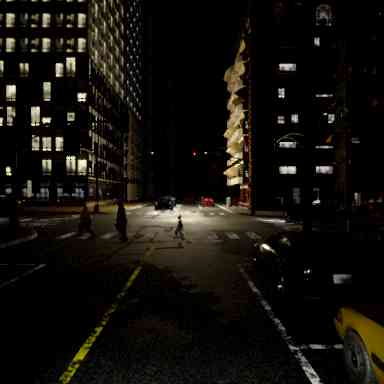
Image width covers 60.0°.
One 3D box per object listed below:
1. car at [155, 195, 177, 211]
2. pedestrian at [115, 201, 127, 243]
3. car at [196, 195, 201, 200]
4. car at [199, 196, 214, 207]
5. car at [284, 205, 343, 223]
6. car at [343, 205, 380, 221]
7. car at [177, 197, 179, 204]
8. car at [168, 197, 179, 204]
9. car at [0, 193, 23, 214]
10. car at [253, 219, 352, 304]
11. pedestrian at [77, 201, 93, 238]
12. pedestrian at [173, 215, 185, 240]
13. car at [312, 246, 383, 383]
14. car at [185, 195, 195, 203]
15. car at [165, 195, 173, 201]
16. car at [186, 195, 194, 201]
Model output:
[{"bbox_3d":[-3.350,1.360,40.839,2.097,1.767,4.553,0,0,0],"label":"car"},{"bbox_3d":[-3.119,1.295,14.758,0.375,1.860,0.375,0,0,0],"label":"pedestrian"},{"bbox_3d":[2.300,1.573,62.874,2.008,1.369,4.403,0,0,0],"label":"car"},{"bbox_3d":[2.430,1.595,49.958,1.802,1.307,4.206,0,0,0],"label":"car"},{"bbox_3d":[9.897,1.784,27.781,4.181,1.385,1.994,1,0,3],"label":"car"},{"bbox_3d":[14.453,1.836,30.349,4.829,1.417,1.752,1,-1,-1],"label":"car"},{"bbox_3d":[-3.411,1.506,51.181,2.128,1.511,4.902,0,0,0],"label":"car"},{"bbox_3d":[-3.444,1.623,63.076,1.895,1.301,4.718,0,0,0],"label":"car"},{"bbox_3d":[-17.880,1.029,29.870,5.009,1.841,2.192,1,-1,-1],"label":"car"},{"bbox_3d":[2.640,1.566,7.935,1.947,1.339,4.313,0,0,0],"label":"car"},{"bbox_3d":[-5.127,1.295,15.945,0.375,1.860,0.375,0,0,0],"label":"pedestrian"},{"bbox_3d":[-0.553,1.295,15.376,0.375,1.860,0.375,0,0,0],"label":"pedestrian"},{"bbox_3d":[2.675,1.525,2.422,1.752,1.417,4.829,0,0,0],"label":"car"},{"bbox_3d":[-0.450,1.574,72.539,1.994,1.385,4.181,0,0,0],"label":"car"},{"bbox_3d":[-6.255,1.598,91.064,2.008,1.369,4.403,0,0,0],"label":"car"},{"bbox_3d":[-0.512,1.396,82.541,2.128,1.511,4.902,0,0,0],"label":"car"}]
